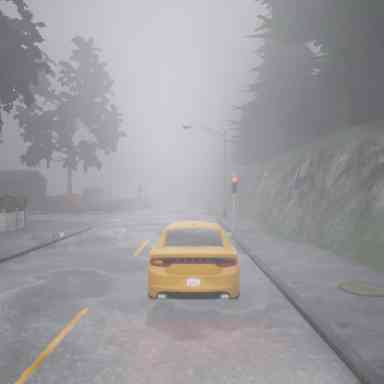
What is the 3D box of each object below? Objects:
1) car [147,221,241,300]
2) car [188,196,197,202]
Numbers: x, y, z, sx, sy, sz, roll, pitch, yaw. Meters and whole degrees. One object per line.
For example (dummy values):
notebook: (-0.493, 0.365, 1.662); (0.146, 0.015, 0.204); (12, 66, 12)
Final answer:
car: (0.050, 1.477, 8.484); (1.882, 1.535, 5.008); (0, 0, 1)
car: (0.017, 1.506, 71.017); (1.895, 1.301, 4.718); (0, 0, 0)
